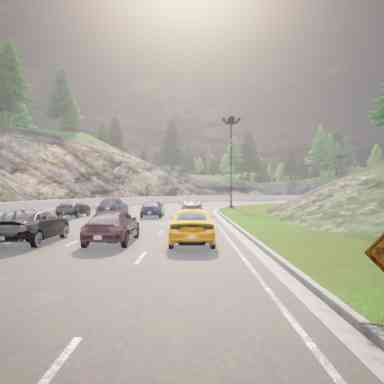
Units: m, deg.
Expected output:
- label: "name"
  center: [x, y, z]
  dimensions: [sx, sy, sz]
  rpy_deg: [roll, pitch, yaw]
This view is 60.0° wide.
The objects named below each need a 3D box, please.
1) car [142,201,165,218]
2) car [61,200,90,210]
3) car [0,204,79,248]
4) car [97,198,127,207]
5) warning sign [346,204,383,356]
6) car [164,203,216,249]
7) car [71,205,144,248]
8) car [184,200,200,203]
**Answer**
- label: "car"
  center: [-3.500, 1.534, 29.650]
  dimensions: [1.812, 1.442, 4.674]
  rpy_deg: [0, 0, 0]
- label: "car"
  center: [-10.500, 1.496, 29.650]
  dimensions: [2.128, 1.511, 4.902]
  rpy_deg: [0, 0, 0]
- label: "car"
  center: [-7.000, 1.496, 14.650]
  dimensions: [2.128, 1.511, 4.902]
  rpy_deg: [0, 0, 0]
- label: "car"
  center: [-7.000, 1.367, 29.620]
  dimensions: [2.097, 1.767, 4.553]
  rpy_deg: [0, 0, 0]
- label: "warning sign"
  center: [3.050, 1.115, 4.649]
  dimensions: [1.300, 1.860, 1.060]
  rpy_deg: [0, 0, 0]
- label: "car"
  center: [0.000, 1.485, 14.650]
  dimensions: [1.882, 1.535, 5.008]
  rpy_deg: [0, 0, 0]
- label: "car"
  center: [-3.500, 1.534, 14.650]
  dimensions: [1.812, 1.442, 4.674]
  rpy_deg: [0, 0, 0]
- label: "car"
  center: [0.000, 1.496, 29.650]
  dimensions: [2.128, 1.511, 4.902]
  rpy_deg: [0, 0, 0]
